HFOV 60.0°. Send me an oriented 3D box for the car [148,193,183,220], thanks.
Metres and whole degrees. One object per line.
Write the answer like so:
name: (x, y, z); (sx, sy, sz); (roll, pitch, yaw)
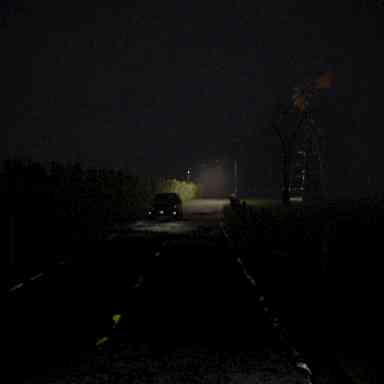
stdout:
car: (-1.970, 1.064, 26.436); (2.150, 2.045, 5.566); (0, 0, 4)
